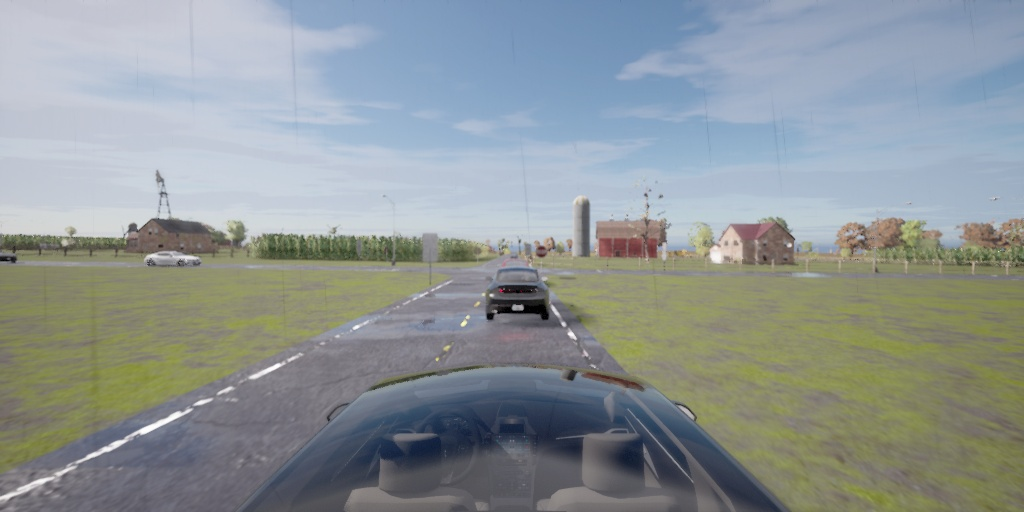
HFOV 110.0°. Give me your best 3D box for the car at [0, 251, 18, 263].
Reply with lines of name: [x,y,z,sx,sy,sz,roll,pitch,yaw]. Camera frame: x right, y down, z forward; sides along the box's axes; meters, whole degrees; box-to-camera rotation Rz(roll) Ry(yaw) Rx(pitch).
car: [-51.633,-0.030,35.045,5.008,1.535,1.882,1,2,0]

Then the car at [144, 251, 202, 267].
car: [-32.963,0.282,34.907,4.674,1.442,1.812,1,2,0]

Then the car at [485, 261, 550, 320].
car: [0.166,1.088,11.886,1.837,1.490,4.892,0,1,0]

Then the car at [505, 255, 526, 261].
car: [0.192,0.900,22.064,1.882,1.535,5.008,0,1,-1]
